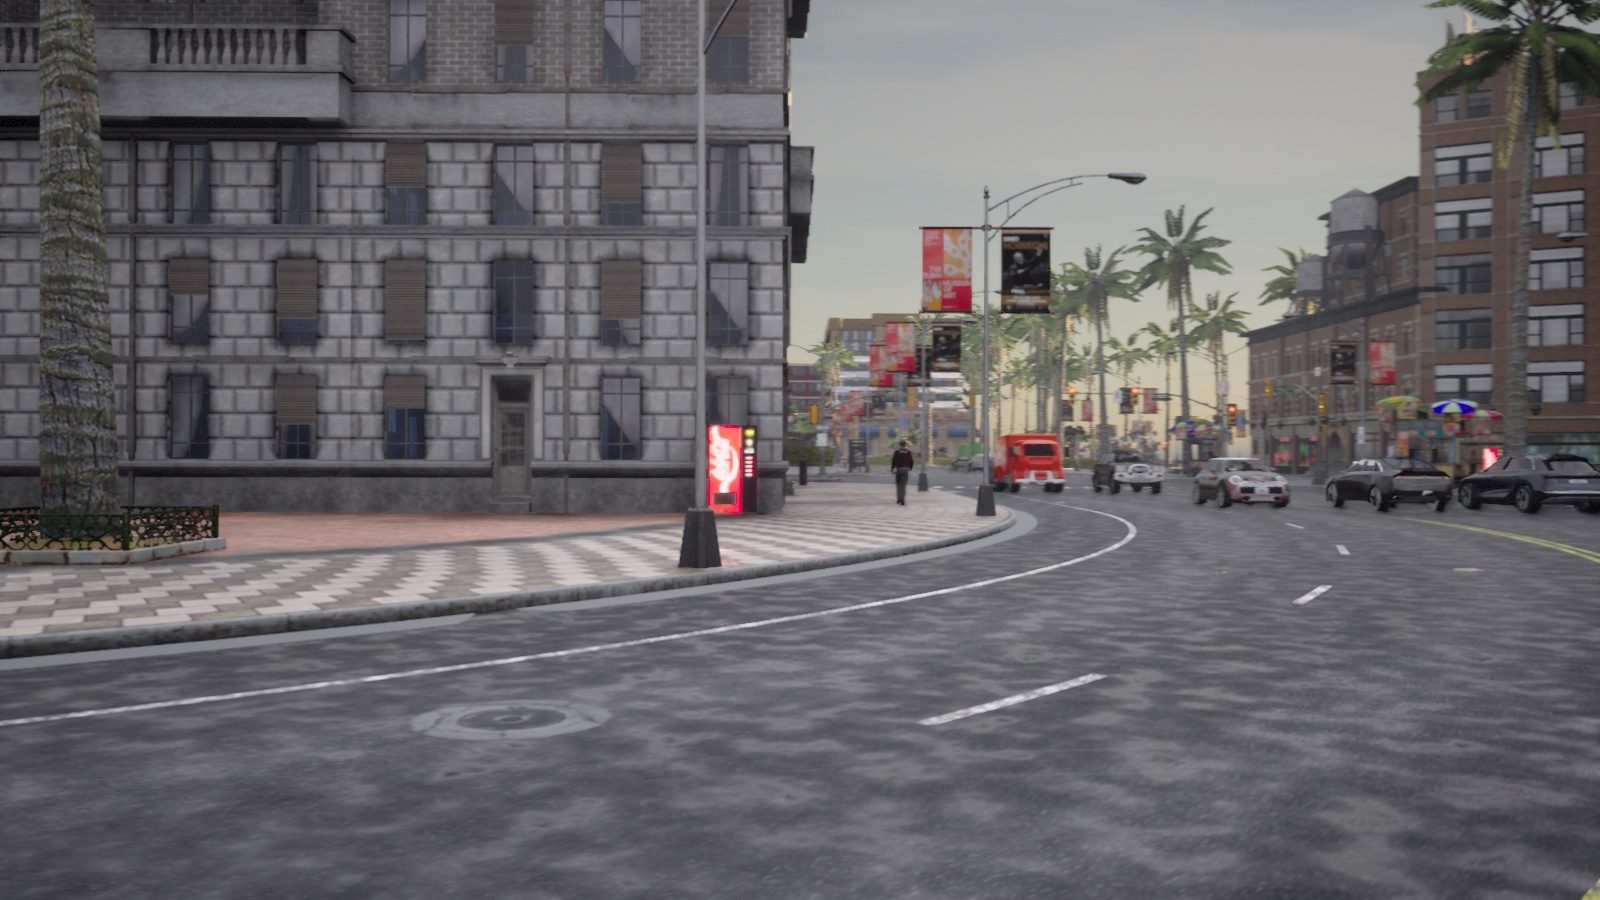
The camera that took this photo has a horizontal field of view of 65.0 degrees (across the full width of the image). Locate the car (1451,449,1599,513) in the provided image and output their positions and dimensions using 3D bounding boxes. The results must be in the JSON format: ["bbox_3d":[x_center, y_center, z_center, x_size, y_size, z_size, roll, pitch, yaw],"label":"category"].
[{"bbox_3d":[20.328,0.812,34.869,2.033,1.649,4.856,0,0,1],"label":"car"}]

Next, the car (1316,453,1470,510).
[{"bbox_3d":[16.824,0.846,35.927,2.128,1.511,4.902,0,0,1],"label":"car"}]

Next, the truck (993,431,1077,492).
[{"bbox_3d":[9.971,0.519,53.680,2.627,2.467,5.204,0,-1,0],"label":"truck"}]

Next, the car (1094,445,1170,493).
[{"bbox_3d":[13.455,0.791,51.167,1.932,1.855,4.605,0,-1,0],"label":"car"}]

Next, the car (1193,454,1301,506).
[{"bbox_3d":[13.426,0.870,37.922,1.970,1.475,3.806,0,0,1],"label":"car"}]

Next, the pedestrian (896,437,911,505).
[{"bbox_3d":[2.858,0.563,34.556,0.376,1.854,0.720,0,0,2],"label":"pedestrian"}]
